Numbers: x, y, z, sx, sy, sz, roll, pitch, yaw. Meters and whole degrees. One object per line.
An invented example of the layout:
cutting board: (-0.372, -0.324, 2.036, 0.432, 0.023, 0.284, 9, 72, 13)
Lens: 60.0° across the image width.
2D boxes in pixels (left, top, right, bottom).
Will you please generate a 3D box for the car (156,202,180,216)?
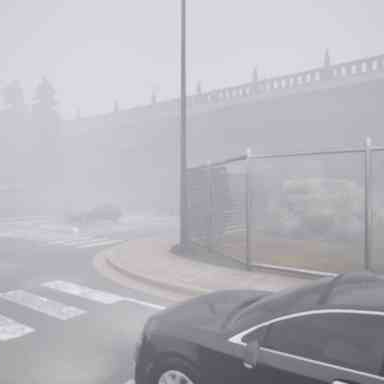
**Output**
car: (-1.501, 1.653, 33.142, 1.895, 1.301, 4.718, 0, 0, 36)

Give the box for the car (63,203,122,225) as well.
car: (-7.327, 1.578, 24.996, 1.812, 1.442, 4.674, 0, 0, 36)

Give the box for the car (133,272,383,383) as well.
car: (1.600, 1.505, 2.863, 4.892, 1.490, 1.837, 0, 0, 36)
